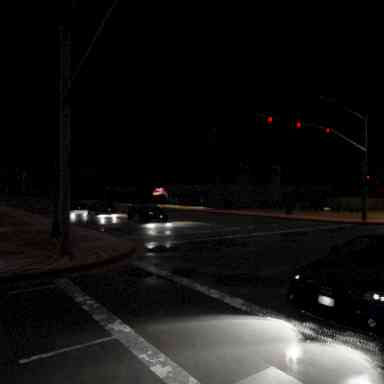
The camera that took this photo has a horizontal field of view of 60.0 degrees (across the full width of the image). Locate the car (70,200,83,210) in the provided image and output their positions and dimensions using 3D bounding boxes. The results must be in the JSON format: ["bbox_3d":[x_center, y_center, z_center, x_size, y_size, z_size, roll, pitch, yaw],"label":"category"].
[{"bbox_3d":[-15.052,1.609,42.489,1.895,1.301,4.718,0,0,-35],"label":"car"}]

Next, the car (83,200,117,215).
[{"bbox_3d":[-9.295,1.573,34.380,1.994,1.385,4.181,0,0,-35],"label":"car"}]

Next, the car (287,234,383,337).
[{"bbox_3d":[3.797,1.569,6.487,4.181,1.385,1.994,0,0,-35],"label":"car"}]

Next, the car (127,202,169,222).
[{"bbox_3d":[-3.632,1.534,26.453,1.812,1.442,4.674,0,0,-36],"label":"car"}]
